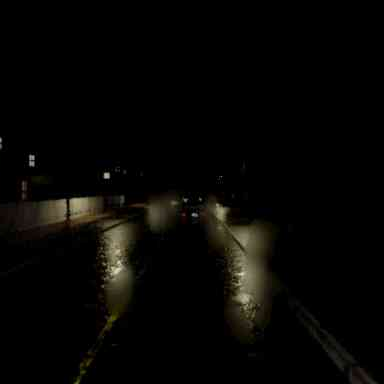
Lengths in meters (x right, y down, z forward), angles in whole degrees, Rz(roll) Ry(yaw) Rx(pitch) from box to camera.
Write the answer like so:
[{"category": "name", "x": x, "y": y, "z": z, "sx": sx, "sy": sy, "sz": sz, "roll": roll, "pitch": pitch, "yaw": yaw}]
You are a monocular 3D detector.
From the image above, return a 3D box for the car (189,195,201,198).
[{"category": "car", "x": 0.400, "y": 1.203, "z": 41.320, "sx": 1.837, "sy": 1.490, "sz": 4.892, "roll": 0, "pitch": 1, "yaw": 2}]

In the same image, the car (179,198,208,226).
[{"category": "car", "x": 0.109, "y": 1.381, "z": 22.118, "sx": 2.033, "sy": 1.411, "sz": 5.357, "roll": 0, "pitch": 0, "yaw": 0}]
